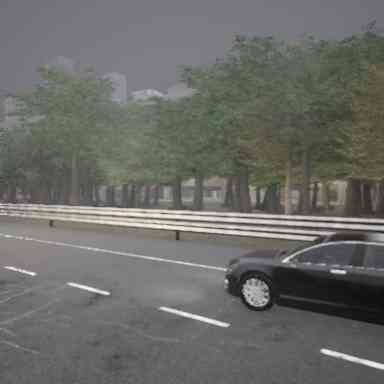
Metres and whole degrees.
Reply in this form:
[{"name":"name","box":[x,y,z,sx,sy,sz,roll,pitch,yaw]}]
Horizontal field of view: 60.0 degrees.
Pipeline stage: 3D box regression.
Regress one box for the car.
[{"name":"car","box":[2.917,1.506,6.087,4.892,1.490,1.837,0,0,36]}]
